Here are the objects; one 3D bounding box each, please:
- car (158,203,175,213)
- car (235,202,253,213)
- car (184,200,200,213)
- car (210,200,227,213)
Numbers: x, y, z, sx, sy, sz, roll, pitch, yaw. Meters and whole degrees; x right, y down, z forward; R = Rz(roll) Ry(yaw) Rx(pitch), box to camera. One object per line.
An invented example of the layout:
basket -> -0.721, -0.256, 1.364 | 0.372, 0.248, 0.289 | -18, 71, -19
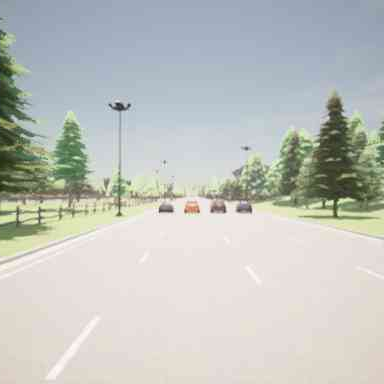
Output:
car -> -3.480, 2.118, 45.391 | 1.994, 1.385, 4.181 | 0, -1, 0
car -> 7.019, 2.044, 45.261 | 2.128, 1.511, 4.902 | 0, -1, 0
car -> 0.019, 1.903, 45.236 | 2.097, 1.767, 4.553 | 0, -1, 0
car -> 3.519, 1.903, 45.214 | 2.097, 1.767, 4.553 | 0, -1, 0
